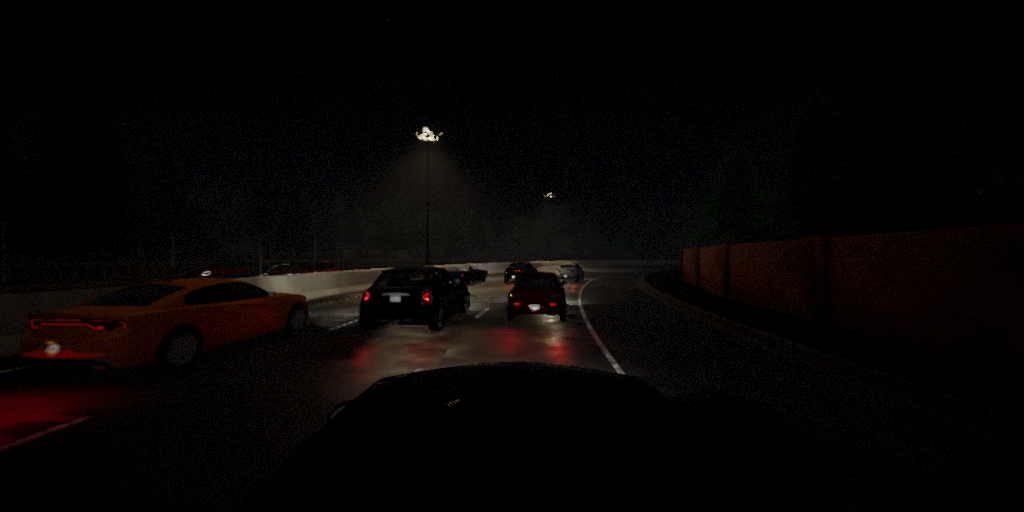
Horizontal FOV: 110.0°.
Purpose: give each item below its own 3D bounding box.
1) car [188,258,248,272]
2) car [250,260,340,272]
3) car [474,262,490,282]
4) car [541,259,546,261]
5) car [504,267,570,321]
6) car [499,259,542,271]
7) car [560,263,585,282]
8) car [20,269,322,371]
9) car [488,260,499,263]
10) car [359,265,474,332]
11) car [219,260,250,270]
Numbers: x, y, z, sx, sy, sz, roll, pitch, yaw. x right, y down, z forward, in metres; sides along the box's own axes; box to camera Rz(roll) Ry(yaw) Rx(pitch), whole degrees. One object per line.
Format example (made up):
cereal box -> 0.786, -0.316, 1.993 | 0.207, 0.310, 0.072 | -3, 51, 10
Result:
car -> -18.621, 1.038, 23.427 | 2.097, 1.767, 4.553 | 0, 0, 12
car -> -12.054, 1.060, 20.751 | 2.097, 1.767, 4.553 | 0, 0, 12
car -> -3.357, 1.337, 26.590 | 1.895, 1.301, 4.718 | 0, 0, 15
car -> 4.380, 1.236, 59.729 | 1.882, 1.535, 5.008 | 0, 0, 35
car -> 0.938, 1.278, 12.454 | 1.812, 1.442, 4.674 | 0, 0, 7
car -> 0.782, 1.255, 28.168 | 1.837, 1.490, 4.892 | 0, 0, 16
car -> 4.727, 1.288, 29.082 | 1.812, 1.442, 4.674 | 0, 0, 18
car -> -6.559, 1.205, 7.726 | 1.882, 1.535, 5.008 | 0, 0, 4
car -> -3.464, 1.333, 60.591 | 1.895, 1.301, 4.718 | 0, 0, 33
car -> -2.729, 1.093, 11.082 | 2.097, 1.767, 4.553 | 0, 0, 5
car -> -15.224, 1.202, 22.730 | 1.837, 1.490, 4.892 | 0, 0, 12
